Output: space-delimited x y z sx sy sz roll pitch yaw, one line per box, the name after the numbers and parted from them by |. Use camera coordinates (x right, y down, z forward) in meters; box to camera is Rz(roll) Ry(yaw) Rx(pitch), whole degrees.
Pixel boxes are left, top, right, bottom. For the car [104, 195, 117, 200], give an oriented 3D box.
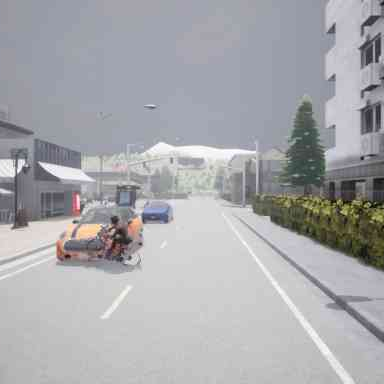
-16.037 1.489 68.822 2.007 1.523 4.514 0 0 2 | car

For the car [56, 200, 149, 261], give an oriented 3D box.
-3.140 1.353 12.209 2.097 1.767 4.553 0 0 3 | car

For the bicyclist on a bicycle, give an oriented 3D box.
-2.187 1.405 9.578 1.656 1.620 0.582 16 26 -2 | bicyclist on a bicycle

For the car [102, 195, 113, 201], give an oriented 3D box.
-22.264 1.552 87.579 1.970 1.475 3.806 0 0 2 | car

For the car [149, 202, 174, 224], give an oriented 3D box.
-2.515 1.477 25.065 1.882 1.535 5.008 0 0 3 | car

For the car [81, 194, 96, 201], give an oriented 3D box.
-19.982 1.424 61.927 1.970 1.475 3.806 0 0 2 | car

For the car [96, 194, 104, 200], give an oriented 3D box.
-22.568 1.289 79.106 1.932 1.855 4.605 0 0 2 | car
